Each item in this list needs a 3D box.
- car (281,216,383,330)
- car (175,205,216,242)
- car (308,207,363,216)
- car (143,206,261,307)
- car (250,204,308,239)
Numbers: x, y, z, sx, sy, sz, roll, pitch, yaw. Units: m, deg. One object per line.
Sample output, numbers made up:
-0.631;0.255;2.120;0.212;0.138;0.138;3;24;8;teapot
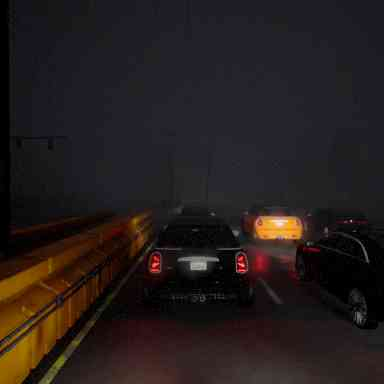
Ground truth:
3.621;1.492;6.872;2.128;1.511;4.902;0;0;0;car
0.158;1.505;17.288;1.837;1.490;4.892;0;0;0;car
7.157;1.505;16.852;1.837;1.490;4.892;0;0;0;car
0.125;1.352;8.112;2.097;1.767;4.553;0;0;0;car
3.655;1.352;15.983;2.097;1.767;4.553;0;0;0;car
